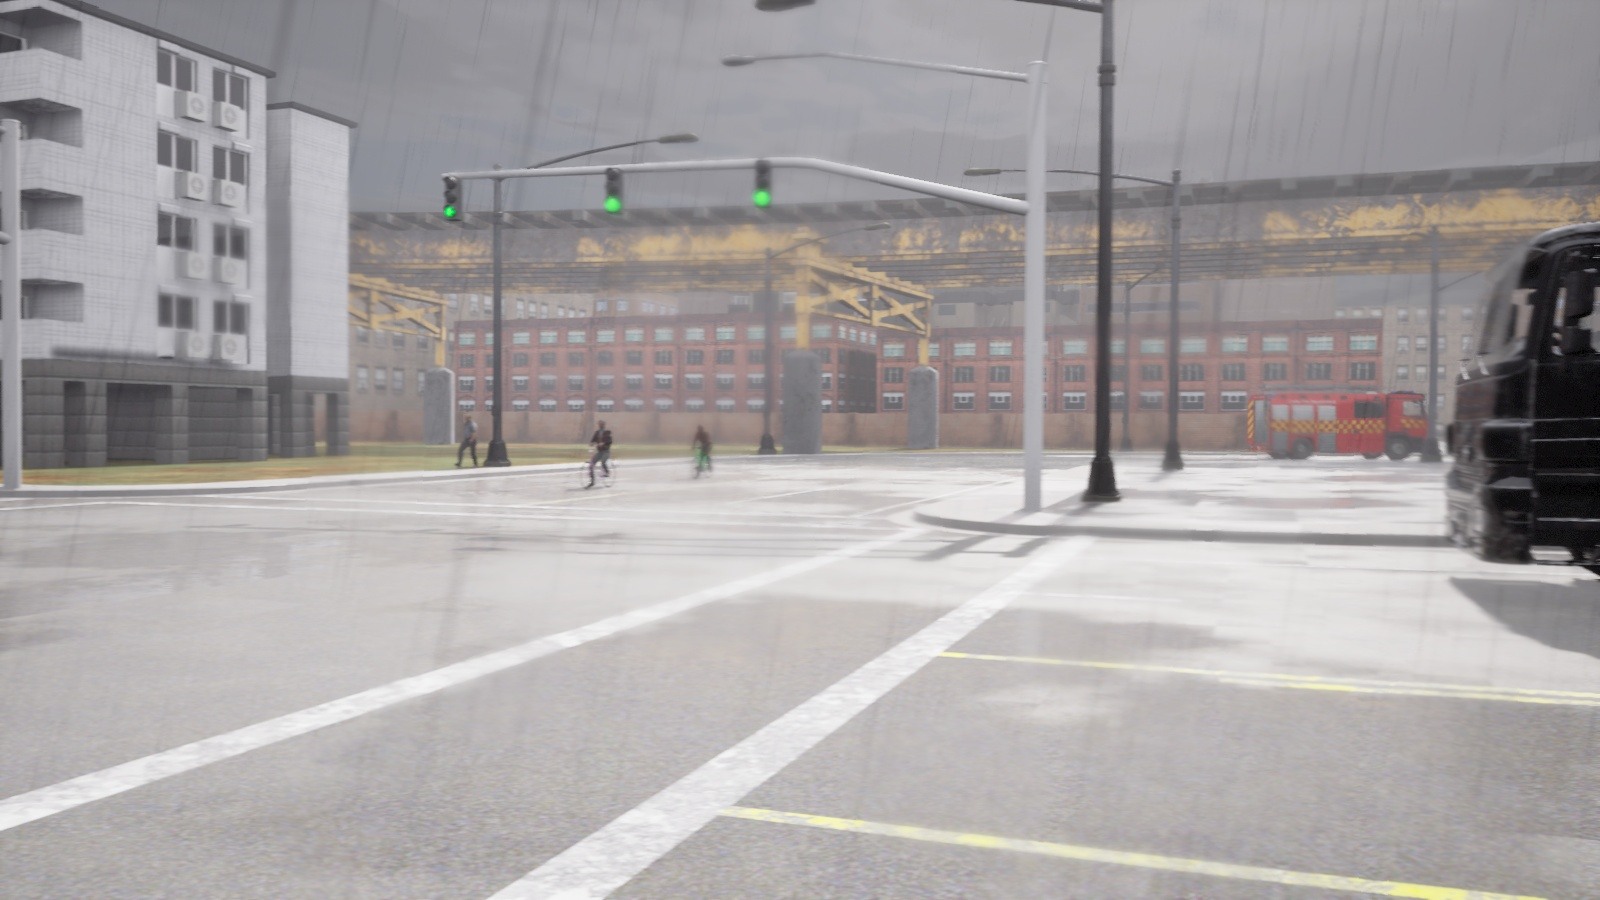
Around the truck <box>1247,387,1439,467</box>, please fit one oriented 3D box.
[{"bbox_3d":[27.494,-1.163,63.801,8.468,3.827,2.891,1,1,-4],"label":"truck"}]

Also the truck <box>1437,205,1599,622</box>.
[{"bbox_3d":[10.060,-0.297,10.710,7.936,3.462,2.891,0,1,20],"label":"truck"}]

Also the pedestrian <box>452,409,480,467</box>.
[{"bbox_3d":[-10.681,-0.391,40.169,0.540,1.848,0.694,2,1,32],"label":"pedestrian"}]

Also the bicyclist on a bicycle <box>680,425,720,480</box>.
[{"bbox_3d":[-3.008,0.053,37.885,0.582,1.620,1.656,1,1,19],"label":"bicyclist on a bicycle"}]

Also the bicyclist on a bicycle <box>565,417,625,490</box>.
[{"bbox_3d":[-5.150,0.065,31.655,0.659,1.776,1.843,1,1,19],"label":"bicyclist on a bicycle"}]
